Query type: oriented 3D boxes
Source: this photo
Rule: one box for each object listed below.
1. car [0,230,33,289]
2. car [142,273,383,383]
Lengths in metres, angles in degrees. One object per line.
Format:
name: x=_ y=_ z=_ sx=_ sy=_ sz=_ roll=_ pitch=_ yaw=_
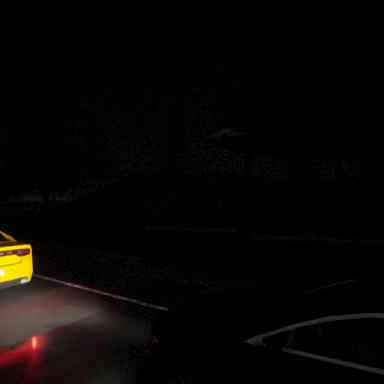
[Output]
car: x=-5.867 y=1.468 z=8.023 sx=5.008 sy=1.535 sz=1.882 roll=0 pitch=0 yaw=35
car: x=1.732 y=1.492 z=2.772 sx=4.902 sy=1.511 sz=2.128 roll=0 pitch=0 yaw=35
